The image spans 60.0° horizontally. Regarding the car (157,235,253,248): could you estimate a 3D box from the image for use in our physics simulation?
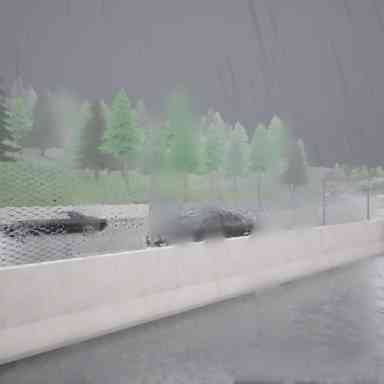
[{"bbox_3d":[0.514,1.506,13.199,4.892,1.490,1.837,0,0,-38],"label":"car"}]
